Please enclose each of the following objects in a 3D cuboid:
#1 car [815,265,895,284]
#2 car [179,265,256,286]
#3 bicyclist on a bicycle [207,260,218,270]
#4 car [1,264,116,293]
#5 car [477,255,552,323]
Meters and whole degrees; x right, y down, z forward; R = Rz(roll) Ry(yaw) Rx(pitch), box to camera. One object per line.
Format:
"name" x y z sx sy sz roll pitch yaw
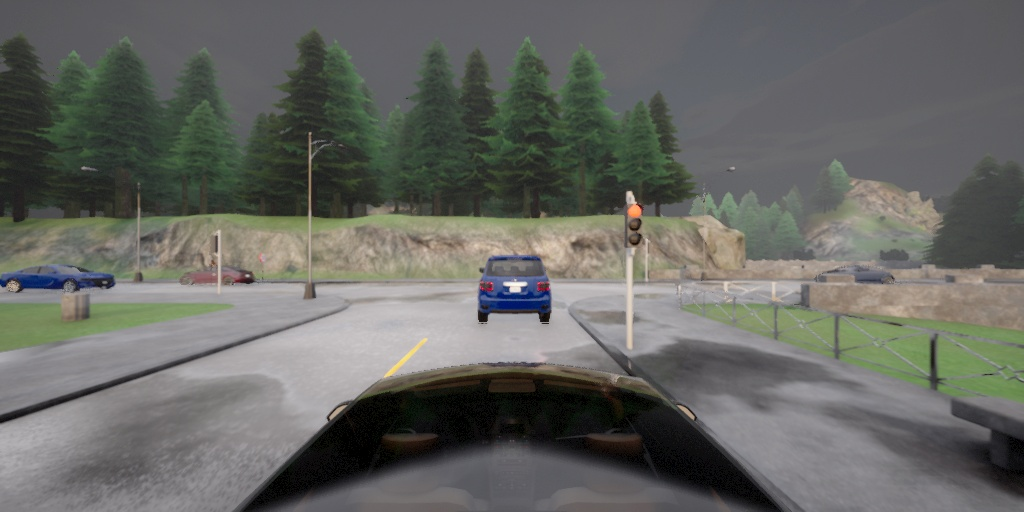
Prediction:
"car" 23.463 1.330 24.629 4.181 1.385 1.994 0 0 0
"car" -20.111 1.328 24.588 4.181 1.385 1.994 0 0 1
"bicyclist on a bicycle" -23.942 1.116 28.829 0.582 1.620 1.656 0 0 0
"car" -25.688 1.239 20.431 5.008 1.535 1.882 0 0 0
"car" 0.025 0.980 12.297 2.150 2.045 5.566 0 0 -1
